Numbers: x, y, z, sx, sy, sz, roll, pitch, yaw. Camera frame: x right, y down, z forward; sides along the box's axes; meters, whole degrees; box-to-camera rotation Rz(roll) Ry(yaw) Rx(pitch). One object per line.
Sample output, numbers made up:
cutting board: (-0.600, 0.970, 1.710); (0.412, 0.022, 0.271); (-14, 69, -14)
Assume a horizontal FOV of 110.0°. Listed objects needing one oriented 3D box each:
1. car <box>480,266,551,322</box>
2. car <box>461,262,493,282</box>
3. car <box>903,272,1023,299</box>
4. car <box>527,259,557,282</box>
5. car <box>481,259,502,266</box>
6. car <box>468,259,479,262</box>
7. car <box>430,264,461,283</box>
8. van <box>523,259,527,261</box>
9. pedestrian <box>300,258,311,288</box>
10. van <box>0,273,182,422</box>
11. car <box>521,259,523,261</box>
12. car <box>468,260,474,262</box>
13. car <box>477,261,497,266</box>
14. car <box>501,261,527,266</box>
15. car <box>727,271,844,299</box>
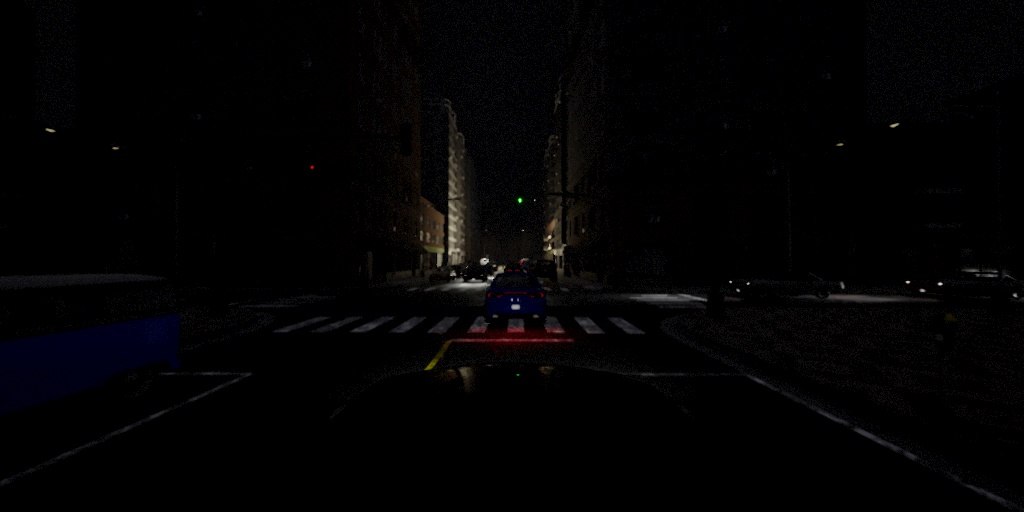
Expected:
car: (0.107, 1.285, 12.623); (1.882, 1.535, 5.008); (0, 0, 0)
car: (-3.073, 1.473, 31.137); (2.033, 1.411, 5.357); (0, 0, 0)
car: (22.958, 1.447, 18.114); (4.718, 1.301, 1.895); (0, 0, 1)
car: (2.693, 1.238, 30.725); (2.192, 1.841, 5.009); (0, 0, 0)
car: (-2.998, 1.584, 51.708); (2.033, 1.411, 5.357); (0, 0, 1)
car: (-5.818, 1.541, 47.555); (1.751, 1.417, 4.829); (0, 0, 0)
car: (-5.834, 1.449, 30.590); (1.751, 1.417, 4.829); (0, 0, 0)
van: (2.707, 1.356, 47.696); (1.690, 1.789, 3.998); (0, 0, 0)
pedestrian: (-12.535, 1.009, 21.723); (0.375, 1.860, 0.375); (0, 0, 1)
van: (-5.857, 1.106, 3.743); (1.690, 1.789, 3.998); (0, 0, 0)
car: (2.718, 1.600, 59.179); (1.751, 1.417, 4.829); (0, 0, 0)
car: (-5.823, 1.511, 41.900); (1.751, 1.417, 4.829); (0, 0, 0)
car: (-3.048, 1.581, 41.049); (1.895, 1.301, 4.718); (0, 0, 0)
car: (0.127, 1.444, 33.557); (1.837, 1.490, 4.892); (0, 0, 0)
car: (13.717, 1.444, 18.252); (4.718, 1.301, 1.895); (0, 0, 1)
